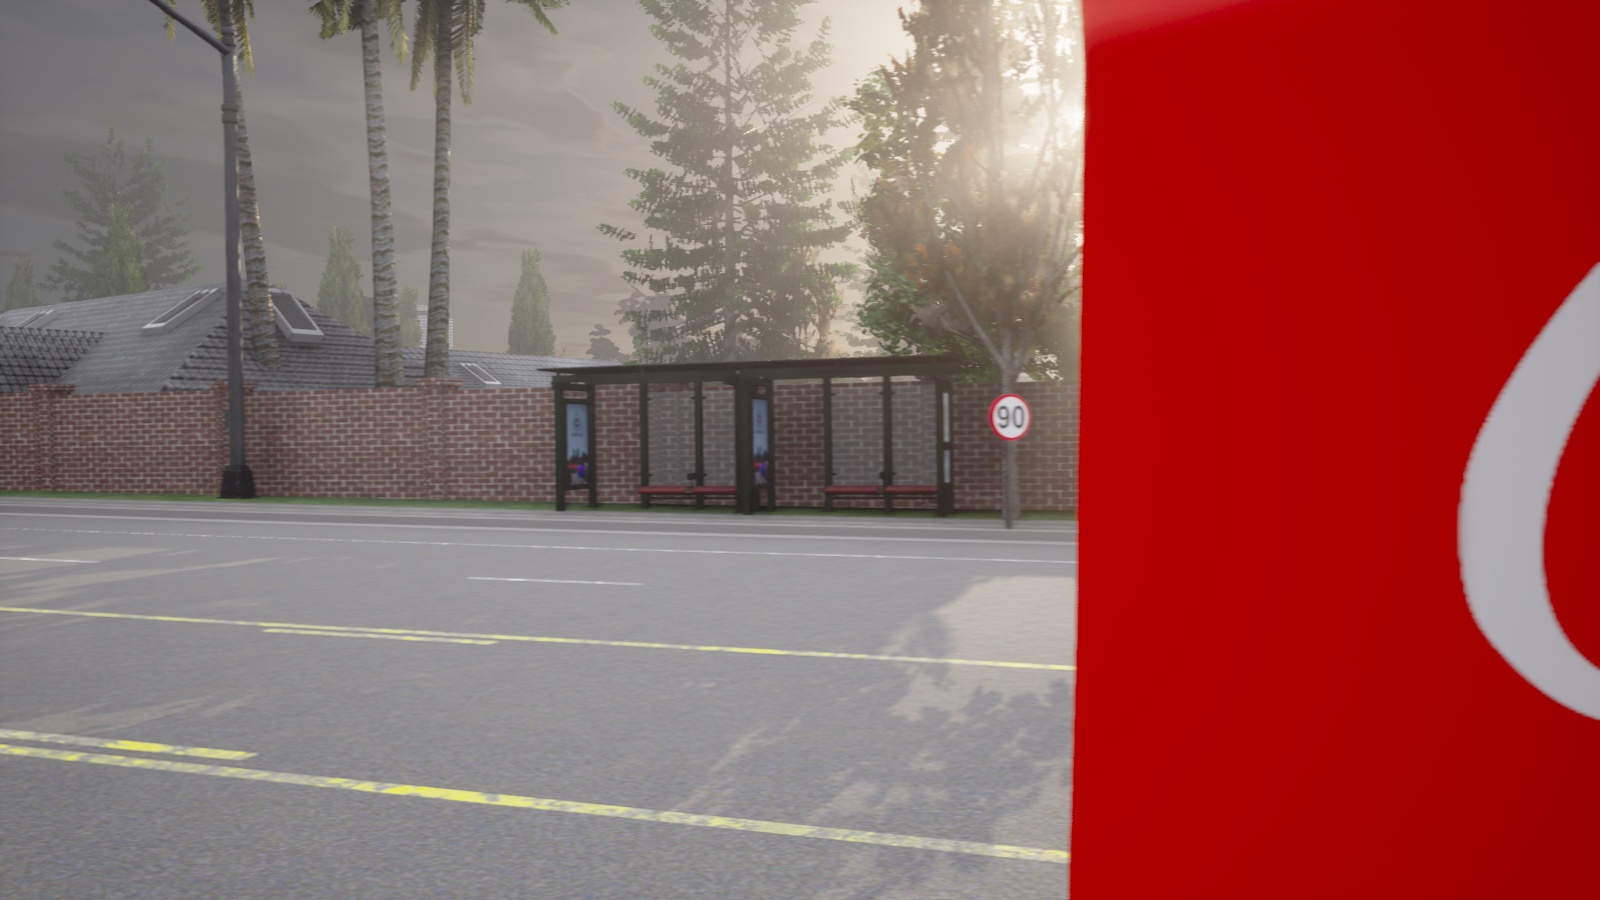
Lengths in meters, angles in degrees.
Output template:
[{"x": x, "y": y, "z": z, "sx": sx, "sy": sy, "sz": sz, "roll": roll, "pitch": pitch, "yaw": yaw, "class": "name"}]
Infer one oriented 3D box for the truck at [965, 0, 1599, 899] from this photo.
[{"x": 3.129, "y": 0.317, "z": 2.160, "sx": 5.204, "sy": 2.467, "sz": 2.627, "roll": 0, "pitch": 1, "yaw": 20, "class": "truck"}]
